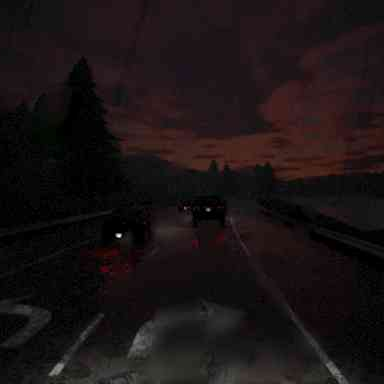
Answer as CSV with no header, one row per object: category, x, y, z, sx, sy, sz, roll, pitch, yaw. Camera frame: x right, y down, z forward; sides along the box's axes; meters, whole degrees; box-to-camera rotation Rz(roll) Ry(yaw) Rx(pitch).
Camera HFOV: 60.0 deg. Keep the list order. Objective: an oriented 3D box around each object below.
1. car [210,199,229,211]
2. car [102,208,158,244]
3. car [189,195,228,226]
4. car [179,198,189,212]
car,3.508,1.577,41.828,2.033,1.411,5.357,0,0,9
car,-2.823,1.513,15.925,1.837,1.490,4.892,0,0,3
car,1.266,1.235,23.692,2.150,2.045,5.566,0,0,5
car,-0.380,1.529,39.453,1.837,1.490,4.892,0,0,8
